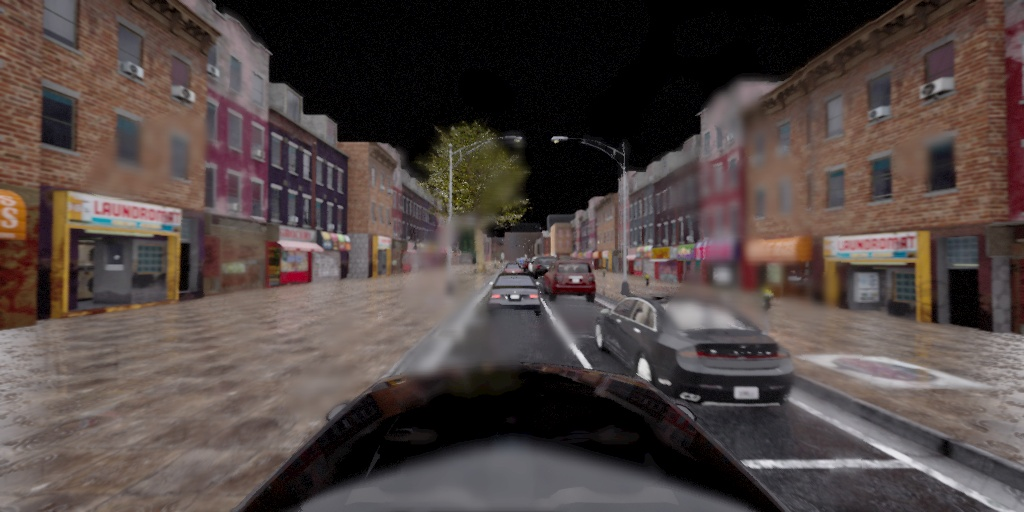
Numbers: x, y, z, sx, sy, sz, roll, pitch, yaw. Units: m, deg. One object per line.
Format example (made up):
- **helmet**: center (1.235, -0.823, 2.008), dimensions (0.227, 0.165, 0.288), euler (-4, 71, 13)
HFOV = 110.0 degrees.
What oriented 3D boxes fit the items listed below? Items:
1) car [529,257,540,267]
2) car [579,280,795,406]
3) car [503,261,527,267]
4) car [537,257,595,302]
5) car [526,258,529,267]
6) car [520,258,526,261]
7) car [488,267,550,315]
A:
- **car**: center (2.986, 1.075, 32.487), dimensions (2.150, 2.045, 5.566), euler (0, 0, 0)
- **car**: center (2.640, 1.317, 6.227), dimensions (2.007, 1.370, 4.403), euler (0, 0, 0)
- **car**: center (0.102, 1.417, 34.574), dimensions (1.994, 1.385, 4.181), euler (0, 0, 0)
- **car**: center (2.641, 1.116, 17.309), dimensions (2.192, 1.841, 5.009), euler (0, 0, 0)
- **car**: center (2.987, 1.095, 39.487), dimensions (2.150, 2.045, 5.566), euler (0, 0, 0)
- **car**: center (2.646, 1.214, 50.555), dimensions (2.192, 1.841, 5.009), euler (0, 0, 0)
- **car**: center (0.096, 1.338, 13.762), dimensions (2.033, 1.411, 5.357), euler (0, 0, 0)
